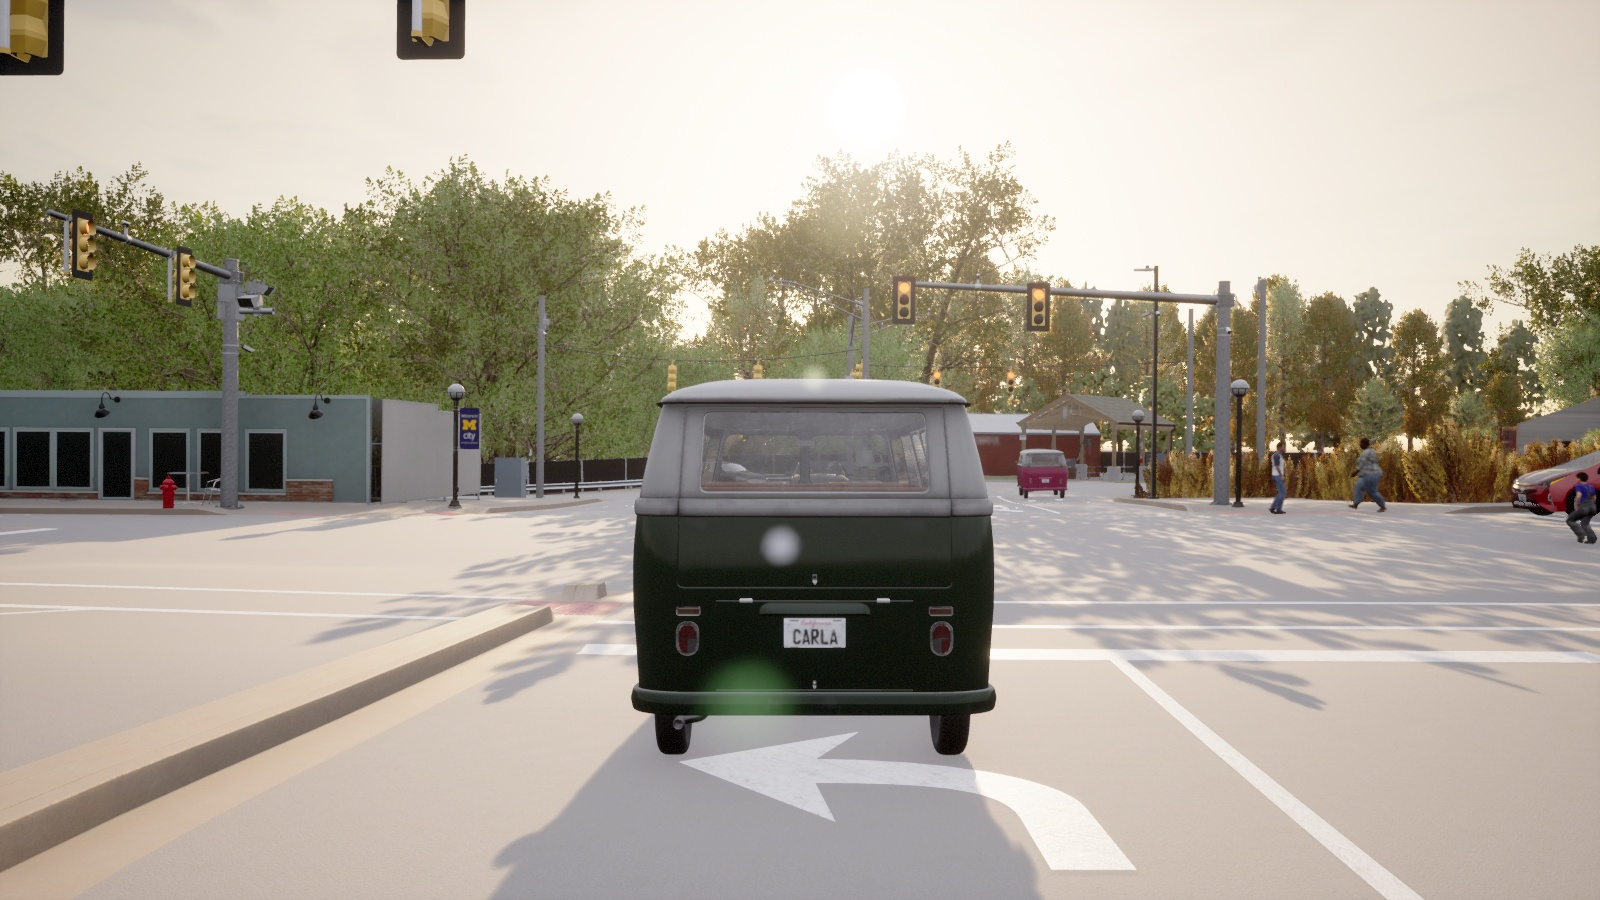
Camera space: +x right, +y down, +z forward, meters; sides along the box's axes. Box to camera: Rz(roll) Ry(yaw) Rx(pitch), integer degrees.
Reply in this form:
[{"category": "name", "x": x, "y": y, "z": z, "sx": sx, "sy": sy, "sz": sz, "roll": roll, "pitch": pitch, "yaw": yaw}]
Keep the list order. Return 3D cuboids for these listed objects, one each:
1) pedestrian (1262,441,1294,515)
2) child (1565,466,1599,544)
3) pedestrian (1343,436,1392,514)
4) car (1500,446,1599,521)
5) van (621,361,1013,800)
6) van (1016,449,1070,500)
[{"category": "pedestrian", "x": 12.016, "y": 0.688, "z": 31.589, "sx": 0.706, "sy": 1.836, "sz": 0.354, "roll": 1, "pitch": 0, "yaw": 24}, {"category": "child", "x": 12.879, "y": 0.904, "z": 20.653, "sx": 0.270, "sy": 1.263, "sz": 0.437, "roll": 1, "pitch": 0, "yaw": -13}, {"category": "pedestrian", "x": 13.800, "y": 0.604, "z": 30.532, "sx": 0.900, "sy": 1.855, "sz": 0.874, "roll": 1, "pitch": 0, "yaw": 37}, {"category": "car", "x": 17.983, "y": 0.673, "z": 27.175, "sx": 4.514, "sy": 1.525, "sz": 2.007, "roll": -1, "pitch": 0, "yaw": 4}, {"category": "van", "x": 0.062, "y": 0.631, "z": 7.930, "sx": 1.775, "sy": 1.987, "sz": 4.442, "roll": 0, "pitch": -1, "yaw": 0}, {"category": "van", "x": 10.010, "y": 0.969, "z": 52.072, "sx": 1.775, "sy": 1.987, "sz": 4.442, "roll": -1, "pitch": 0, "yaw": 6}]
